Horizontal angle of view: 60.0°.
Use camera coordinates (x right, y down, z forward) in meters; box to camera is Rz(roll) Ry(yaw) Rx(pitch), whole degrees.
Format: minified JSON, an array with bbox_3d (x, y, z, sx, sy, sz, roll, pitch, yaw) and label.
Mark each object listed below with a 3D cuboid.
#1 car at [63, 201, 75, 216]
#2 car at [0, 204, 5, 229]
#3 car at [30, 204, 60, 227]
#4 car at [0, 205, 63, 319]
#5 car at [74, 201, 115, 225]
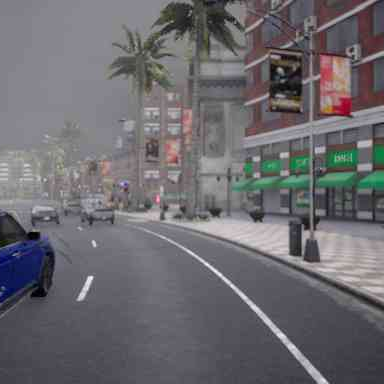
[{"bbox_3d":[-12.960,1.737,35.743,2.128,1.511,4.902,0,0,-28],"label":"car"},{"bbox_3d":[-14.199,1.667,23.210,1.837,1.490,4.892,0,0,-28],"label":"car"},{"bbox_3d":[-11.352,1.702,25.509,1.812,1.442,4.674,0,-1,-28],"label":"car"},{"bbox_3d":[-3.990,1.262,5.413,2.150,2.045,5.566,0,0,-8],"label":"car"},{"bbox_3d":[-7.333,1.666,25.592,2.128,1.511,4.902,0,0,-28],"label":"car"}]
